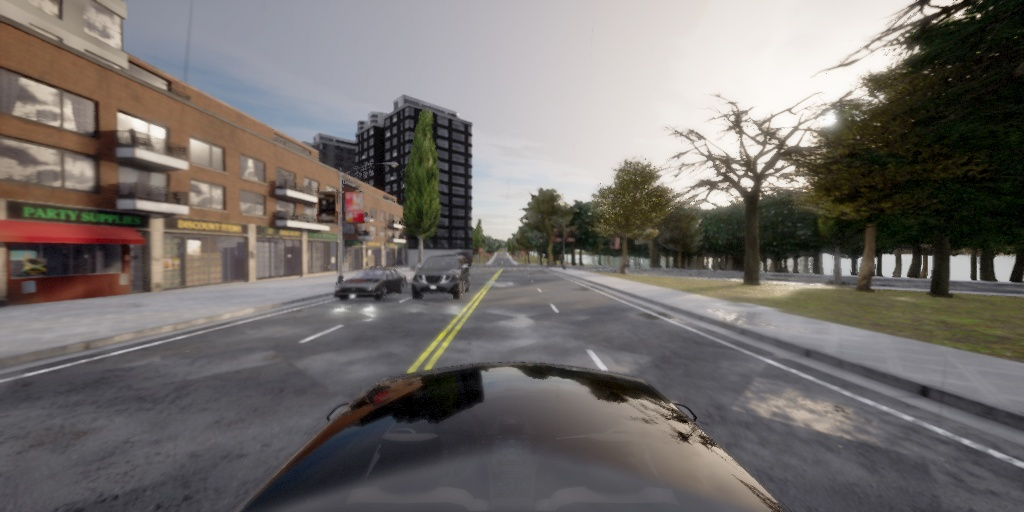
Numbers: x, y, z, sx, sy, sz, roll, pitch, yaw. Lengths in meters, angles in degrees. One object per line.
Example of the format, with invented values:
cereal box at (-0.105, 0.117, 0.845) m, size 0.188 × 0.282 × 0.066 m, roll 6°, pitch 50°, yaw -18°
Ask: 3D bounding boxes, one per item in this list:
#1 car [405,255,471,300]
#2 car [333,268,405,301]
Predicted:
car at (-3.349, 0.977, 18.025) m, size 2.150 × 2.045 × 5.566 m, roll 0°, pitch 0°, yaw 0°
car at (-6.600, 1.302, 17.513) m, size 2.033 × 1.411 × 5.357 m, roll 0°, pitch 0°, yaw 0°
